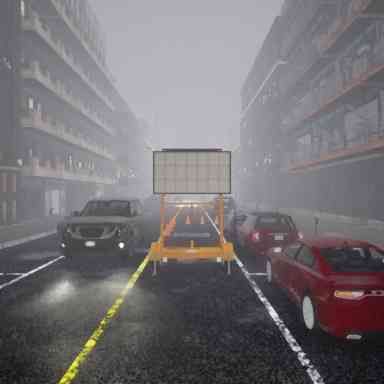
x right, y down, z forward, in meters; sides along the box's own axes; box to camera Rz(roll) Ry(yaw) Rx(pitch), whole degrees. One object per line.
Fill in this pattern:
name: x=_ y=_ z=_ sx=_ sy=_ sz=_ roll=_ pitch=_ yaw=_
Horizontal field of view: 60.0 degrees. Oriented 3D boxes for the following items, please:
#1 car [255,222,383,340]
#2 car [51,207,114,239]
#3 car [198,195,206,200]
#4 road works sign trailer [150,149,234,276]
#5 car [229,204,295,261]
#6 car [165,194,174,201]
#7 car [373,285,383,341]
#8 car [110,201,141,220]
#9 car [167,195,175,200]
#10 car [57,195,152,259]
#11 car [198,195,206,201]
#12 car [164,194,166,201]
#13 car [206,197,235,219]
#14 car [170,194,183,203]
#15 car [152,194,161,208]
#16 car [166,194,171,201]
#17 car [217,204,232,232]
car: x=2.692 y=1.545 z=6.586 sx=1.887 sy=1.381 sz=4.507 roll=0 pitch=0 yaw=0
car: x=-5.689 y=1.566 z=17.861 sx=1.947 sy=1.339 sz=4.313 roll=0 pitch=0 yaw=0
car: x=2.694 y=1.516 z=91.131 sx=1.887 sy=1.381 sz=4.507 roll=0 pitch=0 yaw=0
road works sign trailer: x=0.000 y=0.465 z=10.355 sx=2.380 sy=3.560 sz=2.880 roll=0 pitch=0 yaw=0
car: x=2.692 y=1.440 z=12.223 sx=1.967 sy=1.590 sz=4.097 roll=0 pitch=0 yaw=0
car: x=-5.687 y=1.415 z=85.499 sx=1.967 sy=1.590 sz=4.097 roll=0 pitch=0 yaw=0
car: x=2.691 y=1.566 z=0.949 sx=1.947 sy=1.339 sz=4.313 roll=0 pitch=0 yaw=0
car: x=-5.688 y=1.523 z=28.965 sx=1.752 sy=1.417 sz=4.829 roll=0 pitch=0 yaw=0
car: x=-5.686 y=1.517 z=91.136 sx=1.887 sy=1.381 sz=4.507 roll=0 pitch=0 yaw=0
car: x=-3.100 y=1.221 z=12.901 sx=2.150 sy=2.045 sz=5.566 roll=0 pitch=0 yaw=0
car: x=2.694 y=1.503 z=80.029 sx=1.752 sy=1.417 sz=4.829 roll=0 pitch=0 yaw=0
car: x=-5.687 y=1.305 z=51.681 sx=2.192 sy=1.841 sz=5.009 roll=0 pitch=0 yaw=0
car: x=2.694 y=1.312 z=29.131 sx=2.192 sy=1.841 sz=5.009 roll=0 pitch=0 yaw=0
car: x=-2.998 y=1.460 z=70.698 sx=1.882 sy=1.535 sz=5.008 roll=0 pitch=0 yaw=0
car: x=-5.688 y=1.432 z=46.045 sx=1.967 sy=1.590 sz=4.097 roll=0 pitch=0 yaw=0
car: x=-5.686 y=1.293 z=79.863 sx=2.192 sy=1.841 sz=5.009 roll=0 pitch=0 yaw=0
car: x=2.692 y=1.550 z=17.858 sx=2.008 sy=1.369 sz=4.403 roll=0 pitch=0 yaw=0
